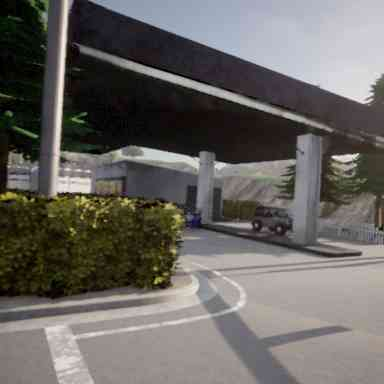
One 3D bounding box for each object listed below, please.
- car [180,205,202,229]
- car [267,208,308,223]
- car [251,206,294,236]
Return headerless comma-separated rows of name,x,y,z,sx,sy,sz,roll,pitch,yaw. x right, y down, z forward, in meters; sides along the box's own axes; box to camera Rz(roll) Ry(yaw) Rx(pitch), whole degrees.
car,-1.133,1.747,24.470,2.242,1.667,4.611,4,-1,-29
car,10.688,2.627,37.545,1.994,1.385,4.181,4,-1,-28
car,5.919,1.979,23.415,1.905,1.878,3.866,4,-1,-29
